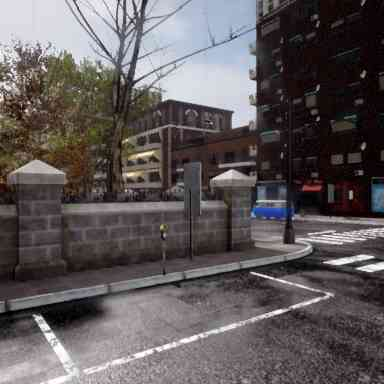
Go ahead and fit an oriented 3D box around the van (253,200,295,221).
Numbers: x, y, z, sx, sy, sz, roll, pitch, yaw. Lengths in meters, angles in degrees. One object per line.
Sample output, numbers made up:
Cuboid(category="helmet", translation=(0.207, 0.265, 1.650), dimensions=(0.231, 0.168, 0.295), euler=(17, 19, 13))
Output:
Cuboid(category="van", translation=(7.313, 1.643, 30.193), dimensions=(1.690, 1.788, 3.998), euler=(-1, 0, -36))
